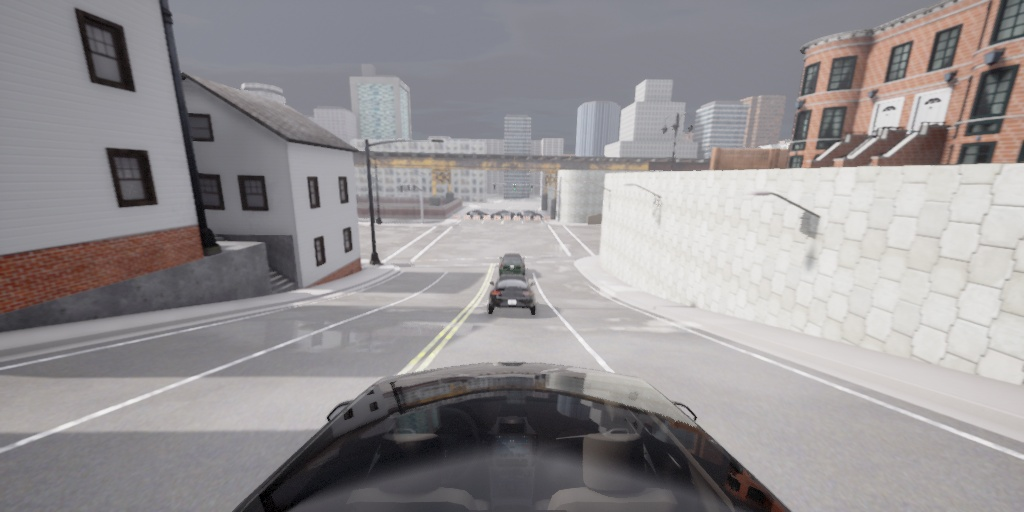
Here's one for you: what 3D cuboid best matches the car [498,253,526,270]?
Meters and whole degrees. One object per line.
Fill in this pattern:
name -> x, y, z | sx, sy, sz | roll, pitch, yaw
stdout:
car -> 0.014, 0.512, 28.854 | 2.097, 1.767, 4.553 | 1, 8, 0

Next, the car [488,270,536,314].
car -> 0.015, 1.502, 15.051 | 1.812, 1.442, 4.674 | 1, -1, 0
